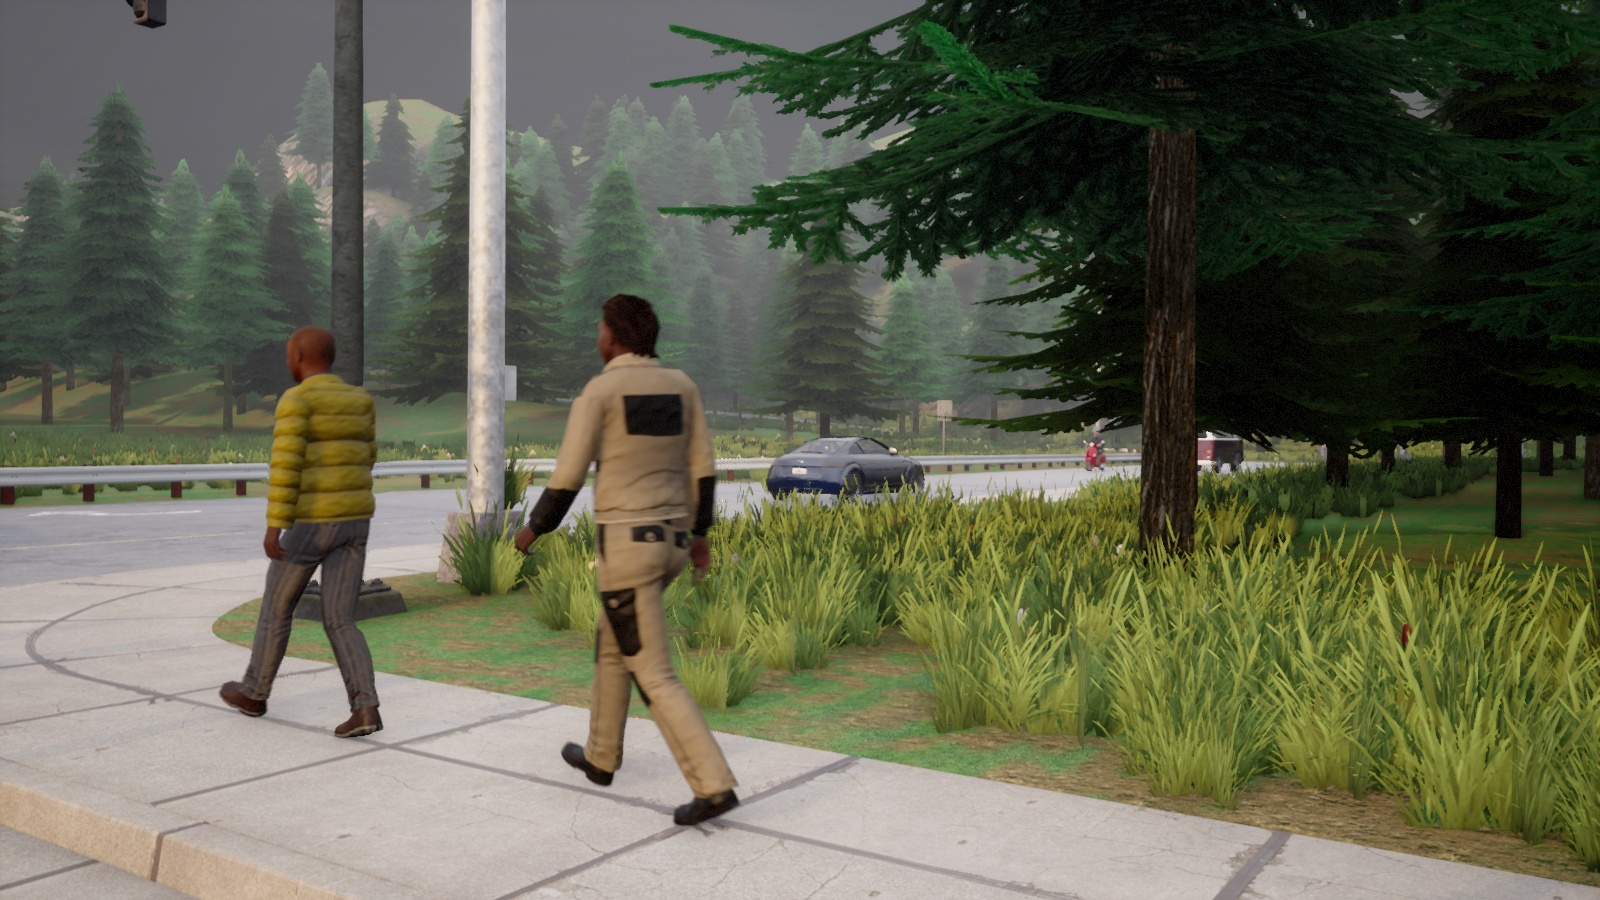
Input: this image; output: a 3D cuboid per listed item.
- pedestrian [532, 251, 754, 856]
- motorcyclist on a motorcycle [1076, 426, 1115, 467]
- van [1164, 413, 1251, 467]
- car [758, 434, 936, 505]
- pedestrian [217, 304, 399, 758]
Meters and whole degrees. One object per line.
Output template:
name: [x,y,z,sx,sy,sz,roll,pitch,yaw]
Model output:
pedestrian: [-0.555,0.328,4.383,0.692,1.930,0.396,0,1,42]
motorcyclist on a motorcycle: [11.634,-0.145,49.447,0.866,1.590,1.817,0,1,35]
van: [16.265,-0.417,49.980,2.069,2.038,4.480,0,1,35]
car: [1.108,0.368,27.296,1.994,1.385,4.181,0,1,33]
pedestrian: [-2.130,0.326,5.430,0.726,1.835,0.370,0,1,35]
